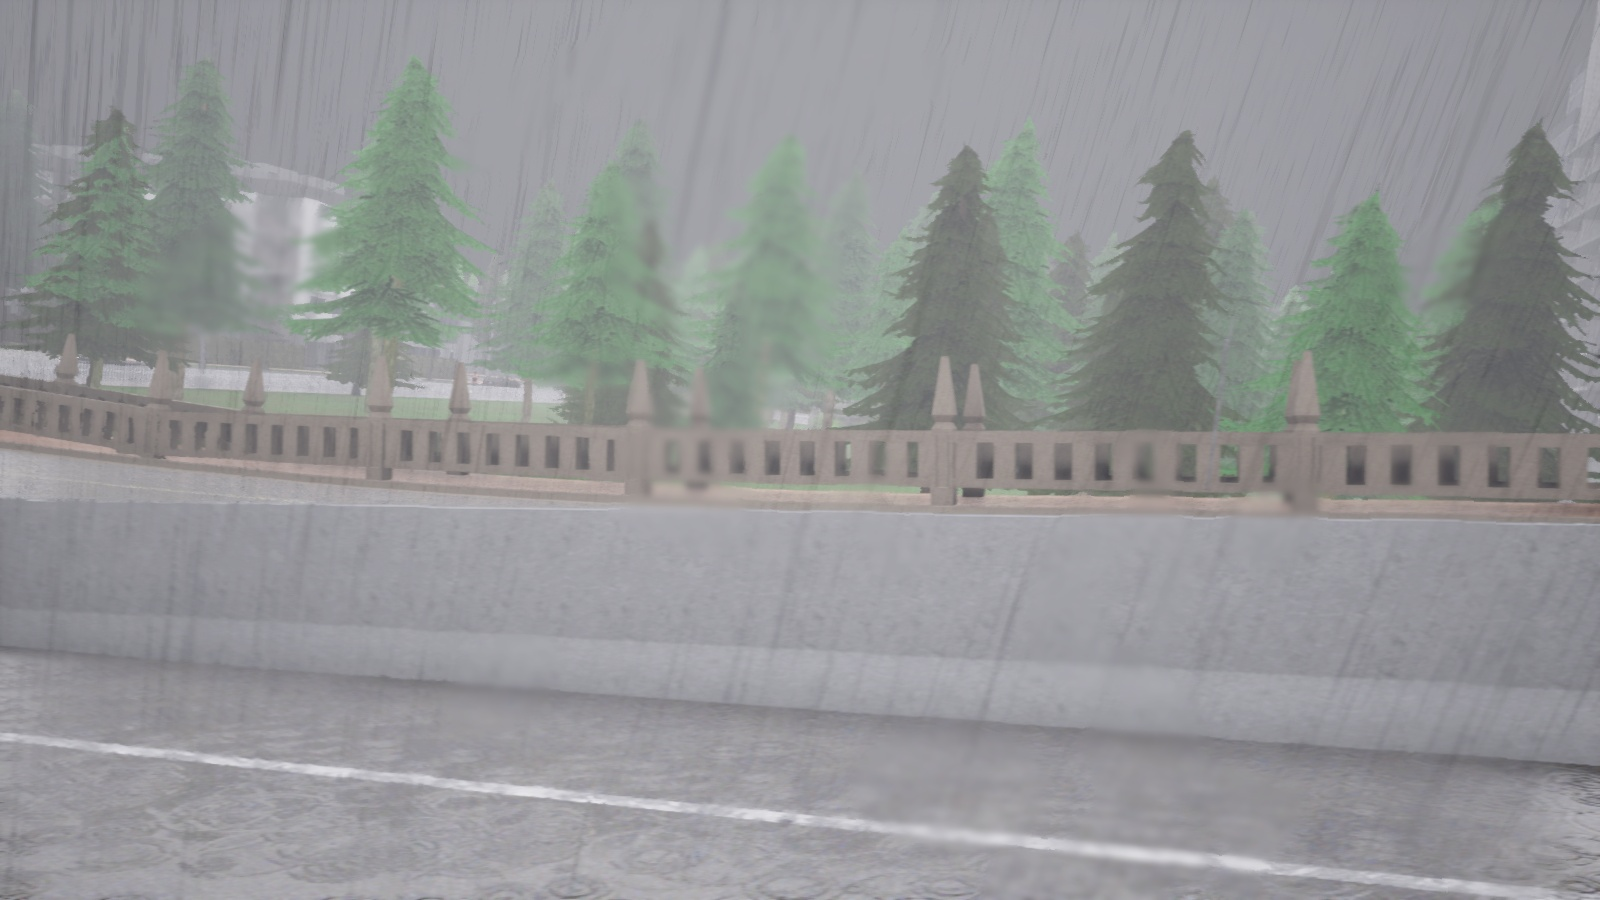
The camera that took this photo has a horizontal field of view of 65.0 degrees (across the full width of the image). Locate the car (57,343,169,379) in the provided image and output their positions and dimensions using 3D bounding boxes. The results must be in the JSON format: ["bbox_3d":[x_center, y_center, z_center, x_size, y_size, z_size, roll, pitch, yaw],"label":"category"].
[{"bbox_3d":[-34.060,-4.385,62.434,1.895,1.301,4.718,8,3,20],"label":"car"}]
